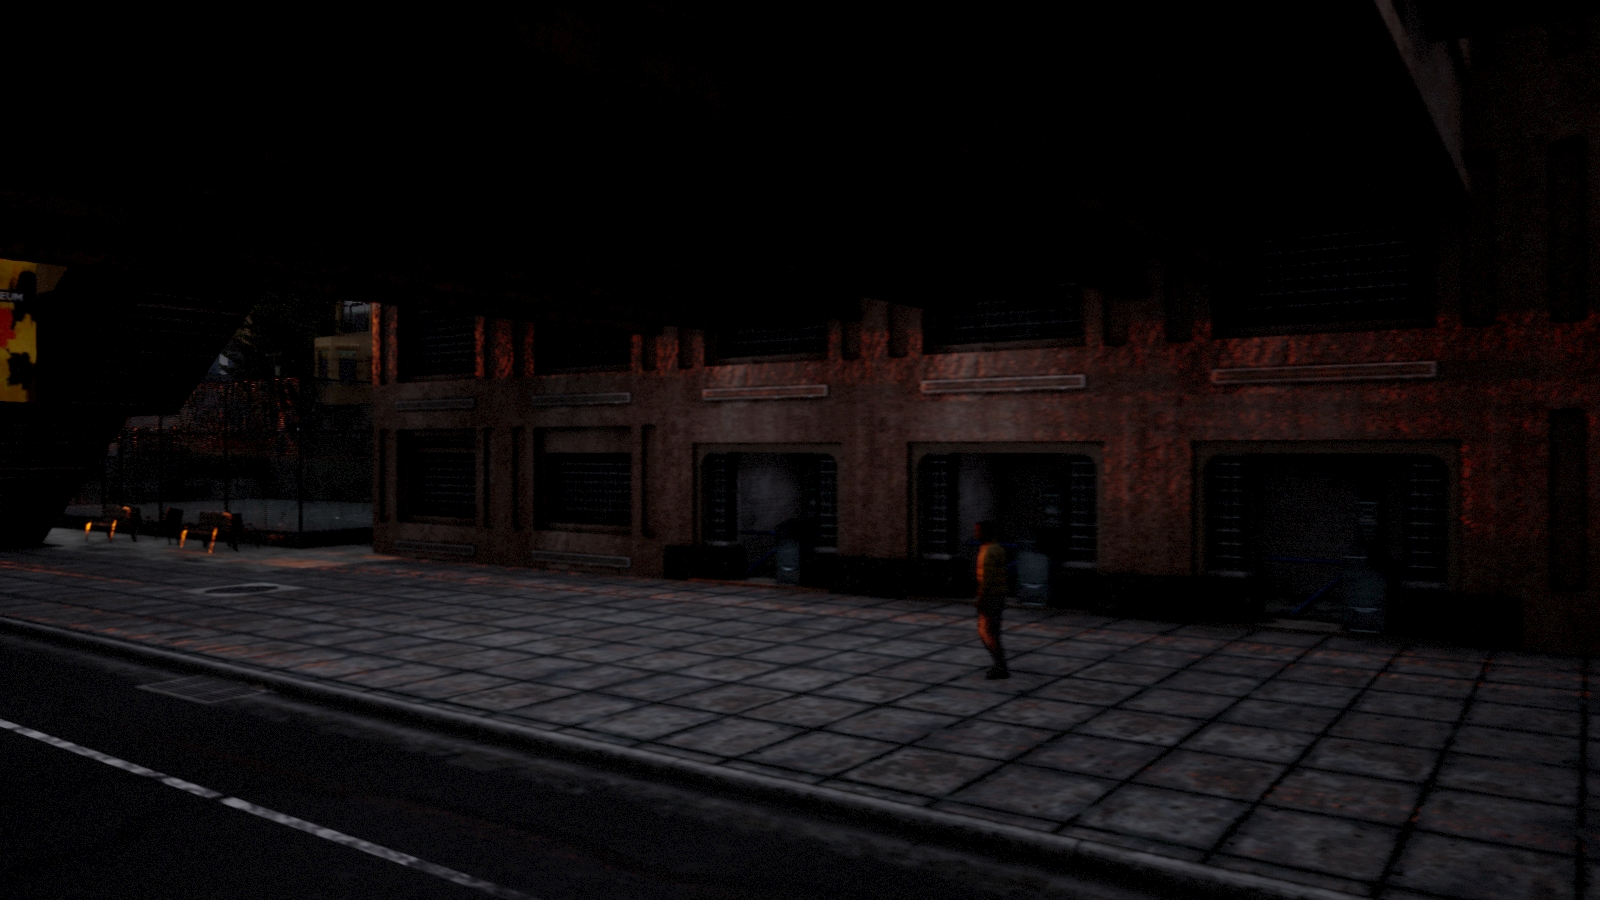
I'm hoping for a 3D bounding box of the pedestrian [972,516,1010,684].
[{"bbox_3d":[2.184,1.696,13.033,0.375,1.860,0.375,0,0,18],"label":"pedestrian"}]
